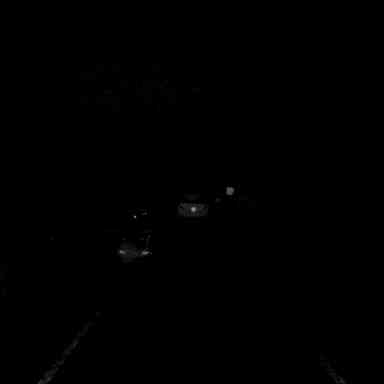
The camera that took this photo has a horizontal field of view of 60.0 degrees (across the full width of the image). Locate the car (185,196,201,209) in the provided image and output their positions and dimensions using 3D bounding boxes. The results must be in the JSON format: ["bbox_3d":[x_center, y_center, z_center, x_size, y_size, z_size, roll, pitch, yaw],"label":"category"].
[{"bbox_3d":[0.103,1.324,42.865,1.882,1.535,5.008,0,0,0],"label":"car"}]

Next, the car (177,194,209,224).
[{"bbox_3d":[0.103,1.179,24.584,2.150,2.045,5.566,0,0,0],"label":"car"}]

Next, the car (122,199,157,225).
[{"bbox_3d":[-3.499,1.270,22.918,1.837,1.490,4.892,0,0,0],"label":"car"}]
